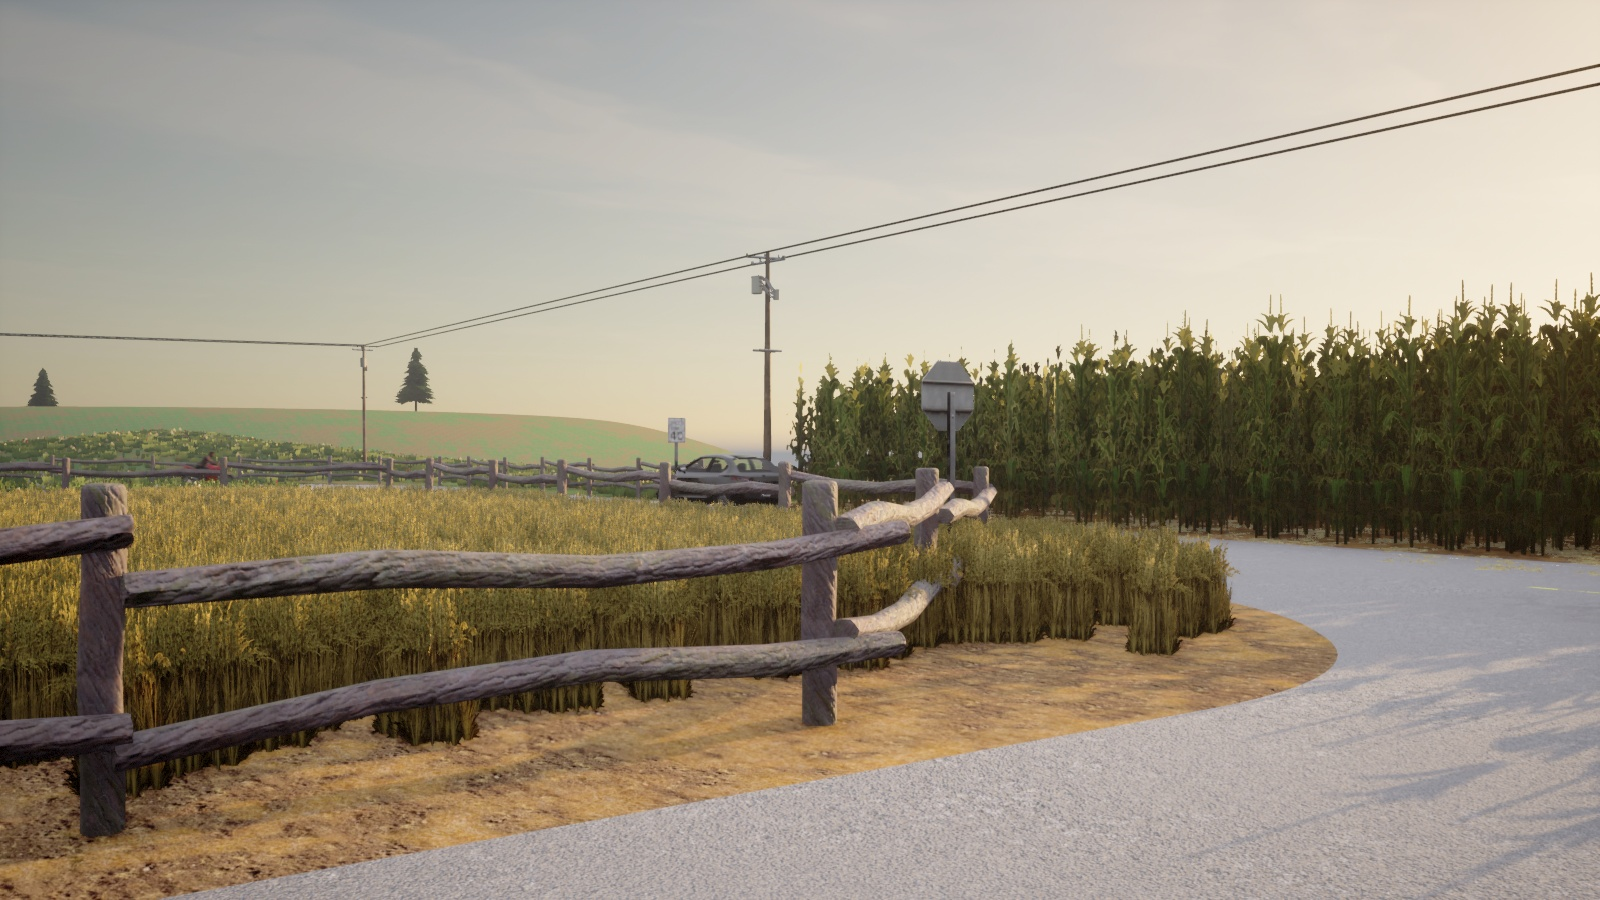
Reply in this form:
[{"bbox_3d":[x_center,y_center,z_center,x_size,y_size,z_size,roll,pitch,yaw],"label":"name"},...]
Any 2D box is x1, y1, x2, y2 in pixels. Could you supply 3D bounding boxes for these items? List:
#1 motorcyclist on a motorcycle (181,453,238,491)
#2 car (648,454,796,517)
[{"bbox_3d":[-24.501,0.906,52.147,2.044,1.523,0.797,0,3,-20],"label":"motorcyclist on a motorcycle"},{"bbox_3d":[-2.044,0.840,31.724,1.816,1.474,4.193,0,0,-35],"label":"car"}]
